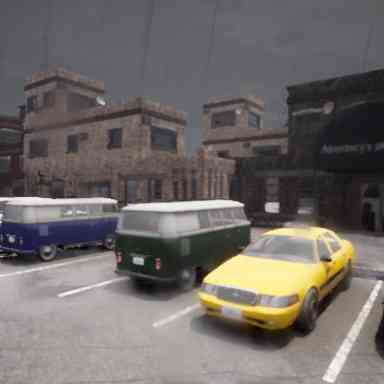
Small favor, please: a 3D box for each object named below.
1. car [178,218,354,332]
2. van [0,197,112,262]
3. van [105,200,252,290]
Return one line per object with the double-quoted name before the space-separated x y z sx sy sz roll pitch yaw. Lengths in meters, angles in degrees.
"car" 2.154 1.473 7.191 1.946 1.575 5.366 0 0 36
"van" -4.403 1.241 12.243 1.878 1.987 4.442 0 0 36
"van" 0.084 1.245 9.040 1.878 1.987 4.442 0 0 36
